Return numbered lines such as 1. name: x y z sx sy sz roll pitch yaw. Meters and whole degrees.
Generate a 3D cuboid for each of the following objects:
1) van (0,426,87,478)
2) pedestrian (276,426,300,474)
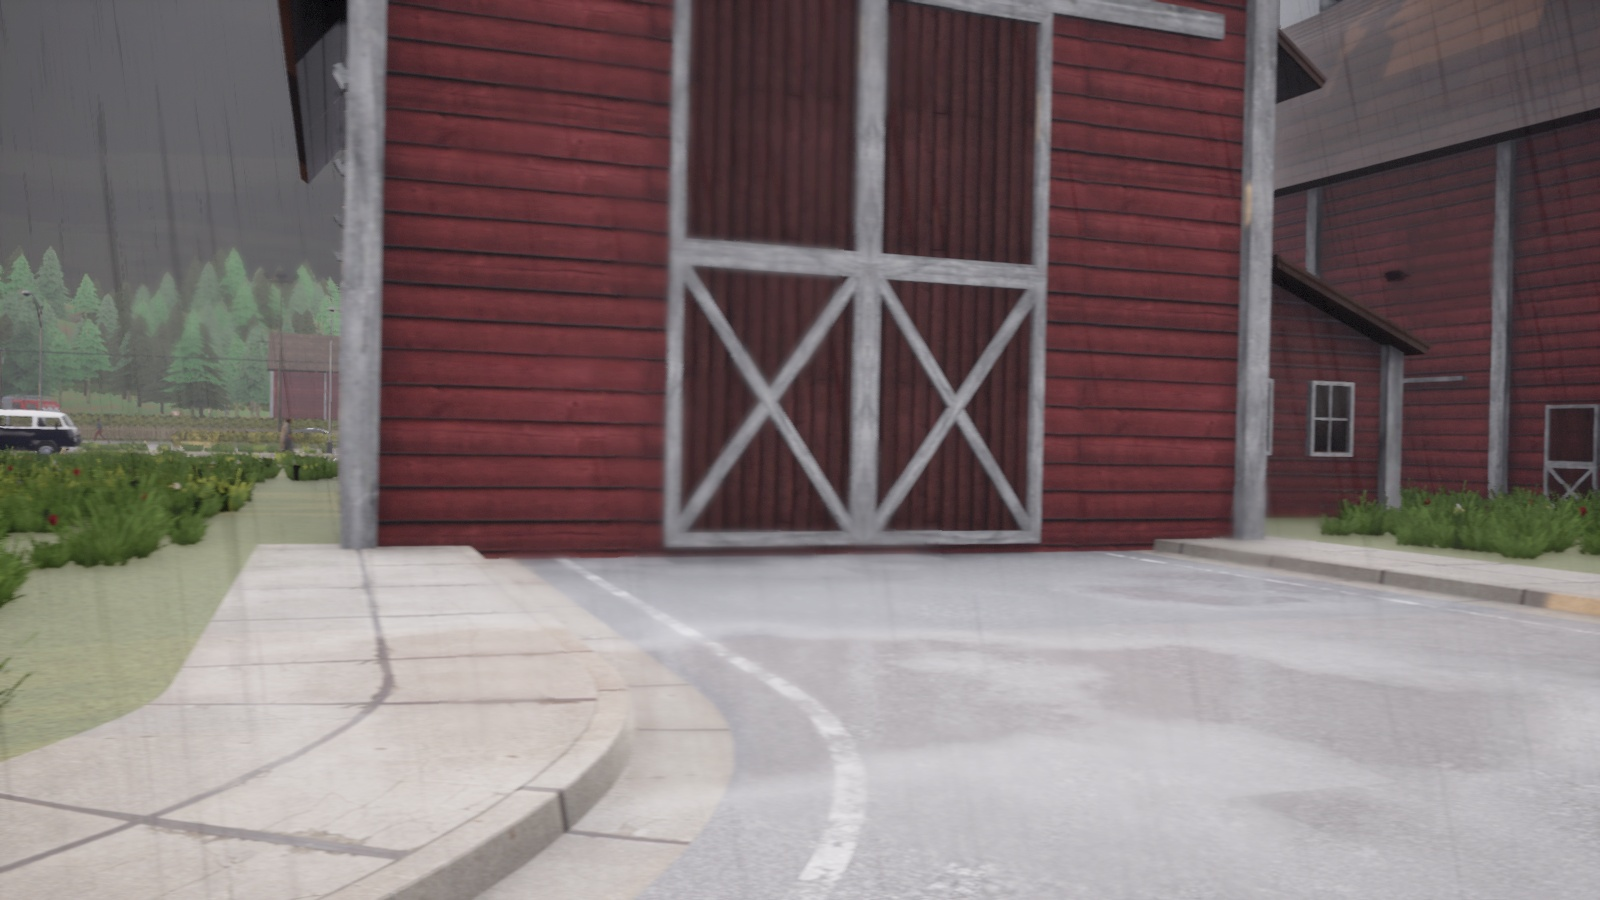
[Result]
1. van: -31.688 0.065 50.990 4.480 2.038 2.069 0 1 -21
2. pedestrian: -20.869 -0.007 51.216 0.873 1.952 0.659 0 1 -19
